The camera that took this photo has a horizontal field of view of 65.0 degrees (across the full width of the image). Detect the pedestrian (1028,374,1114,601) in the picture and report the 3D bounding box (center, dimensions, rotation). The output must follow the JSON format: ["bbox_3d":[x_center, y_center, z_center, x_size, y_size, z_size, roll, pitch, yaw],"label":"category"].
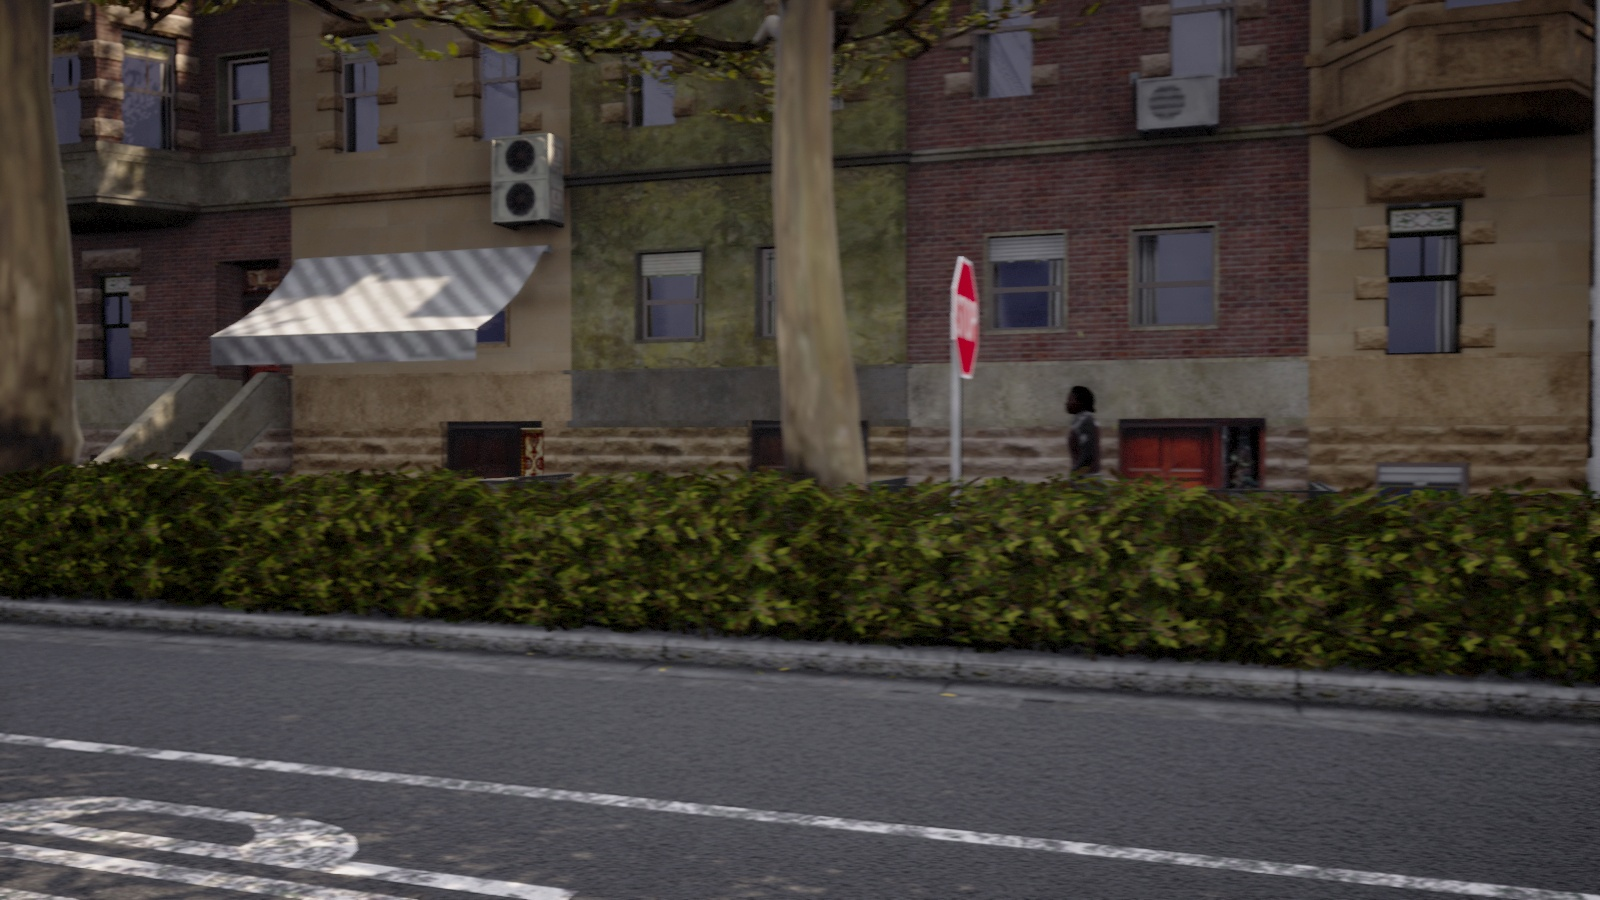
[{"bbox_3d":[2.359,0.314,10.937,0.666,1.930,0.402,1,1,20],"label":"pedestrian"}]
